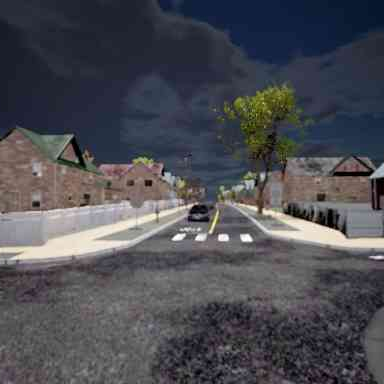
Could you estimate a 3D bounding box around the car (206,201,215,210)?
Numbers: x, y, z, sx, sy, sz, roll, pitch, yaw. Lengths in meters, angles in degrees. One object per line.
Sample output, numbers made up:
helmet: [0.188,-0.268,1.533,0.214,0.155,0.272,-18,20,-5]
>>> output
car: [3.025,2.247,56.755,2.033,1.411,5.357,0,-1,4]

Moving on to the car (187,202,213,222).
car: [0.660,1.851,29.531,1.812,1.442,4.674,0,-1,5]
